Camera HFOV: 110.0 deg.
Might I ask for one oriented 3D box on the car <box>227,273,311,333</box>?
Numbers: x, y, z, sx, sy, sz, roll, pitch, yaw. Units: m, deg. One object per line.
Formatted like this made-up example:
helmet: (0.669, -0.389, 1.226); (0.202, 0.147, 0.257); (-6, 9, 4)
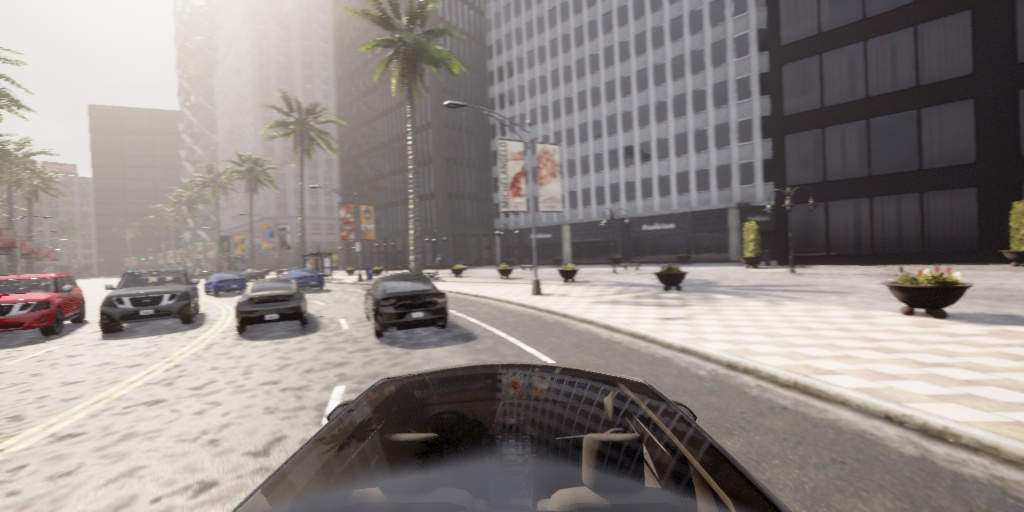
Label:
car: (-8.136, 1.533, 12.358); (1.837, 1.490, 4.892); (-2, 0, -31)

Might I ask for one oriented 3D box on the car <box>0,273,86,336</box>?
car: (-16.870, 1.657, 12.410); (2.150, 2.045, 5.566); (-3, 0, -41)

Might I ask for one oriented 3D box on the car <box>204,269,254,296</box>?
car: (-20.571, 1.959, 25.750); (5.008, 1.535, 1.882); (-2, 1, 41)

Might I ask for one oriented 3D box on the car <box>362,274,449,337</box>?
car: (-3.368, 1.297, 10.905); (1.882, 1.535, 5.008); (-3, 1, -26)

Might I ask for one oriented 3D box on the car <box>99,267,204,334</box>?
car: (-13.241, 1.477, 13.442); (2.150, 2.045, 5.566); (-3, 0, -39)

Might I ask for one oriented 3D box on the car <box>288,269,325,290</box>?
car: (-15.029, 1.703, 25.458); (5.008, 1.535, 1.882); (-2, 1, 43)
